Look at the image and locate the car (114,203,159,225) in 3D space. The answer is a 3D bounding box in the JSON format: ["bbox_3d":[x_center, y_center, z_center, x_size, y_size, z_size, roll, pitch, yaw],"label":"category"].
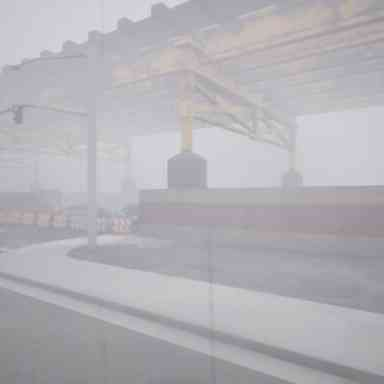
[{"bbox_3d":[-3.954,1.417,22.981,1.853,1.218,4.536,0,0,-26],"label":"car"}]

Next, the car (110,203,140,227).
[{"bbox_3d":[-3.930,1.574,22.934,2.038,1.542,4.974,0,0,-26],"label":"car"}]

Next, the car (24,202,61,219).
[{"bbox_3d":[-12.525,1.491,28.128,1.853,1.218,4.536,0,0,-11],"label":"car"}]

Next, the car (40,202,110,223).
[{"bbox_3d":[-8.706,1.456,25.410,4.536,1.218,1.853,0,0,-1],"label":"car"}]

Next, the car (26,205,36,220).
[{"bbox_3d":[-12.514,1.648,28.076,2.038,1.542,4.974,0,0,-11],"label":"car"}]

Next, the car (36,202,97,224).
[{"bbox_3d":[-8.757,1.614,25.409,4.974,1.542,2.038,0,0,-1],"label":"car"}]
